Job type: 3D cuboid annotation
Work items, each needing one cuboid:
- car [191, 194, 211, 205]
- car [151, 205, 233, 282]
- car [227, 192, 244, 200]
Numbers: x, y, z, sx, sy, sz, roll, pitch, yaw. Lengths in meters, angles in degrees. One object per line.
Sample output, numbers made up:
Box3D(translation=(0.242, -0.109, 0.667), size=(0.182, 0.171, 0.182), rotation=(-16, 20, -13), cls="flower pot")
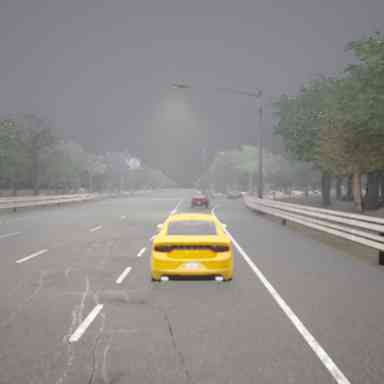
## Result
Box3D(translation=(1.080, 0.981, 38.125), size=(1.882, 1.535, 5.008), rotation=(0, 1, 8), cls="car")
Box3D(translation=(-0.002, 1.354, 9.389), size=(1.882, 1.535, 5.008), rotation=(0, 1, 0), cls="car")
Box3D(translation=(8.183, 0.738, 61.869), size=(2.033, 1.411, 5.357), rotation=(0, 1, 26), cls="car")
